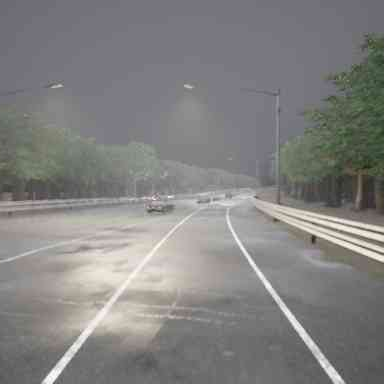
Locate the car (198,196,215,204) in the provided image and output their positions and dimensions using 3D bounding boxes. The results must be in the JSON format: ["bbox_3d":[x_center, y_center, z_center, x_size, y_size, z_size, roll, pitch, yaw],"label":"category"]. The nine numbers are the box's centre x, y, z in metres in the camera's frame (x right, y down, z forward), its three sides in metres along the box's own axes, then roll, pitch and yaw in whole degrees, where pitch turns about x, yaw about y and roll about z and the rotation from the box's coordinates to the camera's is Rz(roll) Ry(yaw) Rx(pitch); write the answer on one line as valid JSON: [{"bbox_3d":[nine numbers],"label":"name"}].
[{"bbox_3d":[2.319,1.512,61.527,2.033,1.411,5.357,0,0,12],"label":"car"}]

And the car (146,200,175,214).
[{"bbox_3d":[-3.246,1.549,35.029,2.033,1.411,5.357,0,0,12],"label":"car"}]

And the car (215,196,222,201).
[{"bbox_3d":[5.824,1.529,78.226,1.895,1.301,4.718,0,0,12],"label":"car"}]
